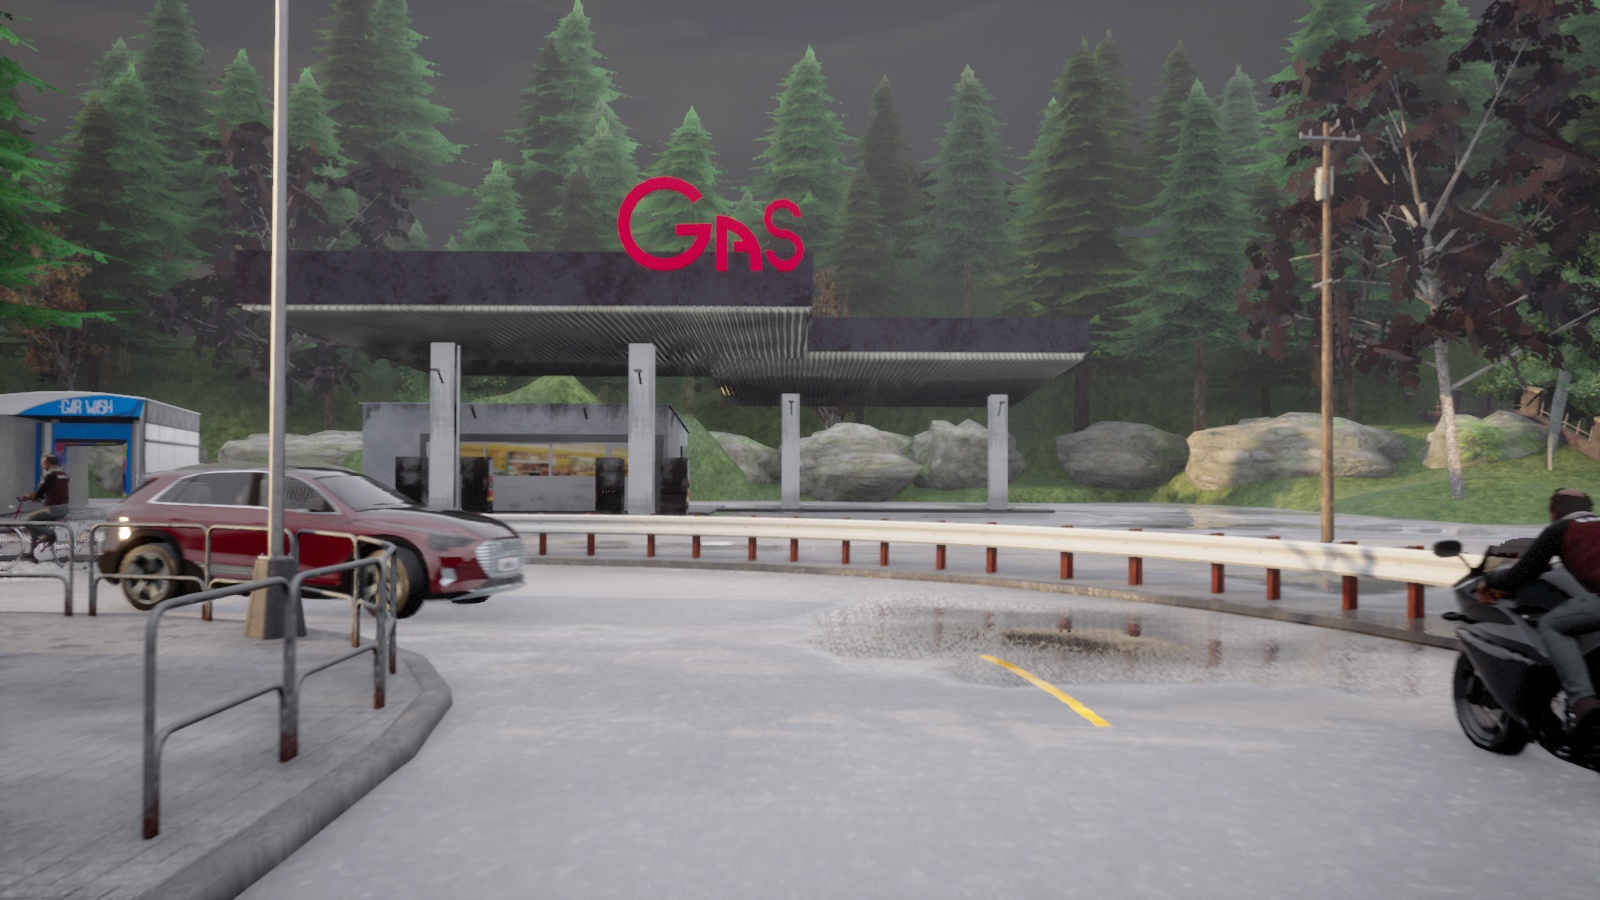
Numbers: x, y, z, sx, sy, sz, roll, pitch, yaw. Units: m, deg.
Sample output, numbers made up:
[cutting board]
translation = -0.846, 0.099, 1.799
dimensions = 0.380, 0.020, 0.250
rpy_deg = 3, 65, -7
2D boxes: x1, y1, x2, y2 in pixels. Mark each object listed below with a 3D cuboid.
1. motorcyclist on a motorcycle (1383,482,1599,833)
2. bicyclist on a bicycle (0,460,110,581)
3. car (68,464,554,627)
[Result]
[motorcyclist on a motorcycle]
translation = 3.946, 0.941, 6.404
dimensions = 0.866, 1.530, 2.191
rpy_deg = 0, -1, -1
[bicyclist on a bicycle]
translation = -11.496, 1.048, 18.909
dimensions = 1.843, 1.776, 0.659
rpy_deg = 0, -1, 2
[car]
translation = -5.477, 1.007, 14.265
dimensions = 4.856, 1.649, 2.033
rpy_deg = 0, -2, 14
